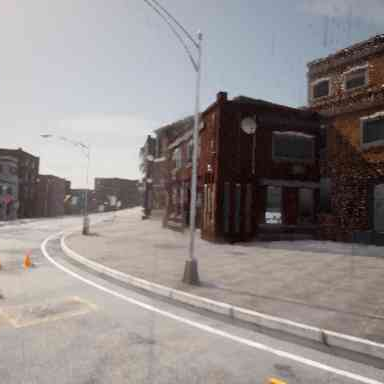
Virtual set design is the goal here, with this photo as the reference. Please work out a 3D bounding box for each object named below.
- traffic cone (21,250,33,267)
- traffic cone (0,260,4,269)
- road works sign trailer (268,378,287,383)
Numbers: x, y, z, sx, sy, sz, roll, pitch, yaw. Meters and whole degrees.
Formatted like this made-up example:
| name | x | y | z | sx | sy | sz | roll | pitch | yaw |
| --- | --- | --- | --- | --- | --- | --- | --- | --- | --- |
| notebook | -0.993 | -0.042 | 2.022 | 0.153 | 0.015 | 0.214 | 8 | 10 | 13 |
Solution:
| name | x | y | z | sx | sy | sz | roll | pitch | yaw |
| --- | --- | --- | --- | --- | --- | --- | --- | --- | --- |
| traffic cone | -6.274 | 2.518 | 12.673 | 0.340 | 0.580 | 0.340 | 5 | -5 | -44 |
| traffic cone | -6.985 | 2.459 | 11.973 | 0.340 | 0.580 | 0.340 | 5 | -5 | -45 |
| road works sign trailer | 1.895 | 0.655 | 2.542 | 2.880 | 3.560 | 2.380 | -2 | -4 | 43 |
